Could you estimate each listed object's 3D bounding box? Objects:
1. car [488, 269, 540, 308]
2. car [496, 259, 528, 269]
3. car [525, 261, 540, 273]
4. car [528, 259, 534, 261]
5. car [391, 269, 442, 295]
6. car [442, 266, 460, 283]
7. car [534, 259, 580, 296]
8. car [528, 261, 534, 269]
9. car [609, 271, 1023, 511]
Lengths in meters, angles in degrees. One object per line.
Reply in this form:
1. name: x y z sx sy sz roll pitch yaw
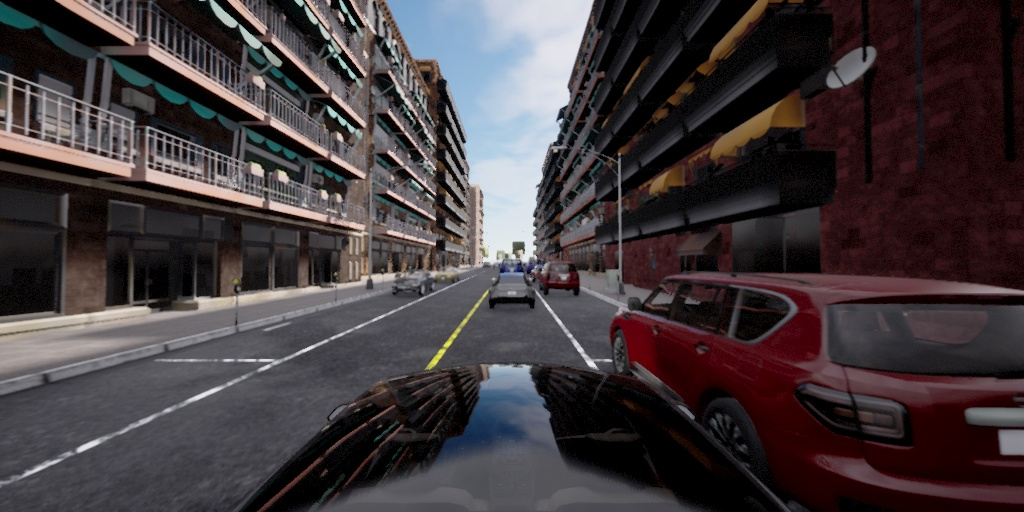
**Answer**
1. car: -0.001 1.449 16.147 1.994 1.385 4.181 0 0 0
2. car: -0.011 1.240 30.850 2.150 2.045 5.566 0 0 0
3. car: 3.091 1.615 55.779 2.097 1.767 4.553 0 -1 0
4. car: 3.087 1.424 48.840 2.150 2.045 5.566 0 -1 0
5. car: -5.697 1.481 21.001 2.007 1.370 4.403 0 0 0
6. car: -5.702 1.561 31.967 1.751 1.417 4.829 0 0 0
7. car: 2.684 1.245 20.971 2.192 1.841 5.009 0 0 0
8. car: 2.679 1.475 32.107 1.967 1.591 4.097 0 0 0
9. car: 2.690 1.088 4.269 2.192 1.841 5.009 0 0 0
